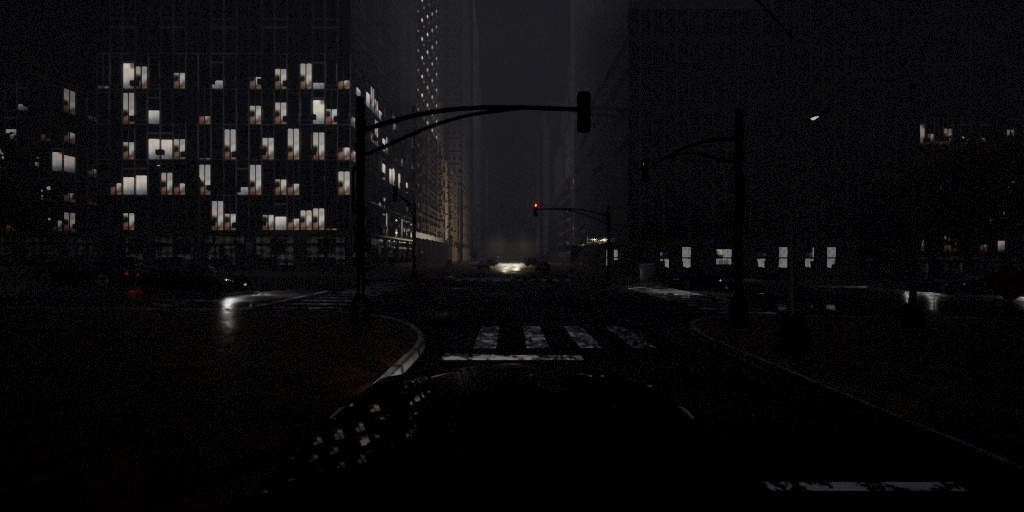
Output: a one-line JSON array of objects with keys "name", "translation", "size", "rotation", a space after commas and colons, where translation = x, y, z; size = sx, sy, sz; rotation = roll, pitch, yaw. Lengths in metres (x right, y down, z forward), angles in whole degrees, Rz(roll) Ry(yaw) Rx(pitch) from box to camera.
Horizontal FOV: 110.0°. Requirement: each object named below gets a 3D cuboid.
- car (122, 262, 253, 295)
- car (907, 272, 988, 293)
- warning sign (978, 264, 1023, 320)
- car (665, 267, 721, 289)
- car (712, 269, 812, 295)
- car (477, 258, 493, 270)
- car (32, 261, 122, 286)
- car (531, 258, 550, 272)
[{"name": "car", "translation": [-14.958, 1.026, 16.940], "size": [4.674, 1.442, 1.812], "rotation": [1, 0, -1]}, {"name": "car", "translation": [31.328, 1.862, 25.811], "size": [4.674, 1.442, 1.812], "rotation": [1, 0, -3]}, {"name": "warning sign", "translation": [17.269, 1.204, 12.442], "size": [1.060, 1.860, 1.300], "rotation": [0, 0, -3]}, {"name": "car", "translation": [13.311, 1.491, 25.010], "size": [5.008, 1.535, 1.882], "rotation": [1, 0, -1]}, {"name": "car", "translation": [15.222, 1.650, 21.806], "size": [4.718, 1.301, 1.895], "rotation": [1, 0, -3]}, {"name": "car", "translation": [-4.051, 1.342, 51.726], "size": [1.802, 1.307, 4.207], "rotation": [0, 0, 0]}, {"name": "car", "translation": [-23.306, 0.947, 20.025], "size": [4.718, 1.301, 1.895], "rotation": [1, 0, -3]}, {"name": "car", "translation": [3.905, 1.329, 46.238], "size": [1.948, 1.339, 4.313], "rotation": [0, 0, 0]}]
